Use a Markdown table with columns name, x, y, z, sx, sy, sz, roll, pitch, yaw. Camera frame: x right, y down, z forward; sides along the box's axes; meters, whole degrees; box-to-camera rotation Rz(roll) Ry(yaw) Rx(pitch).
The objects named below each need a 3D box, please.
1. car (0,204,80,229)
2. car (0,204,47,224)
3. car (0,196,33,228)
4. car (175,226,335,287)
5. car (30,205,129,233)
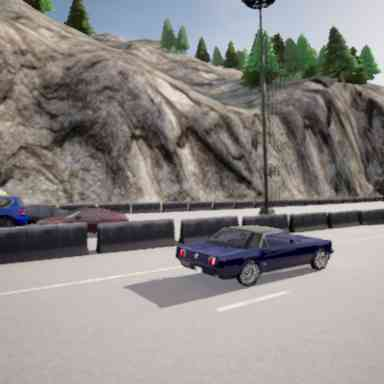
| name | x | y | z | sx | sy | sz | roll | pitch | yaw |
| --- | --- | --- | --- | --- | --- | --- | --- | --- | --- |
| car | -10.530 | 1.566 | 22.239 | 5.357 | 1.411 | 2.033 | 0 | 0 | -35 |
| car | -13.405 | 1.616 | 24.491 | 4.718 | 1.301 | 1.895 | 0 | 0 | -35 |
| car | -11.596 | 1.224 | 17.201 | 5.566 | 2.045 | 2.150 | 0 | 0 | -35 |
| car | 1.974 | 1.629 | 9.450 | 4.718 | 1.301 | 1.895 | 0 | 0 | -35 |
| car | -5.529 | 1.548 | 17.195 | 4.674 | 1.442 | 1.812 | 1 | 0 | -35 |
